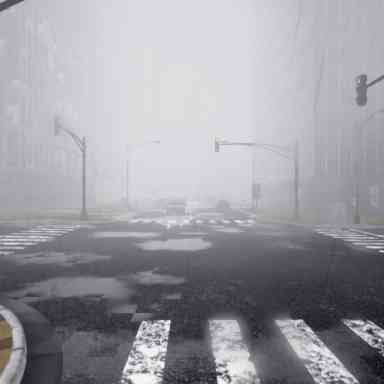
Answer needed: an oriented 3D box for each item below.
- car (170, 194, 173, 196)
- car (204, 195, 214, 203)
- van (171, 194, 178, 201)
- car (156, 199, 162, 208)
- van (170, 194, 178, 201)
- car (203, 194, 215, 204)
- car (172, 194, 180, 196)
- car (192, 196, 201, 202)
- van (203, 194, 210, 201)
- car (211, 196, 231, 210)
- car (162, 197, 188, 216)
[{"bbox_3d":[-4.284,1.564,63.892,1.947,1.339,4.313,0,0,0],"label":"car"},{"bbox_3d":[3.556,1.432,69.476,1.967,1.590,4.097,0,0,0],"label":"car"},{"bbox_3d":[-4.443,1.315,86.001,1.690,1.788,3.998,0,0,0],"label":"van"},{"bbox_3d":[-4.165,1.592,47.309,1.802,1.307,4.206,0,0,0],"label":"car"},{"bbox_3d":[-4.403,1.321,80.474,1.690,1.788,3.998,0,0,0],"label":"van"},{"bbox_3d":[3.596,1.313,63.948,2.192,1.841,5.009,0,0,0],"label":"car"},{"bbox_3d":[-1.737,1.498,54.234,2.128,1.511,4.902,0,0,0],"label":"car"},{"bbox_3d":[0.969,1.512,73.120,1.812,1.442,4.674,0,0,0],"label":"car"},{"bbox_3d":[3.477,1.321,80.531,1.690,1.788,3.998,0,0,0],"label":"van"},{"bbox_3d":[3.804,1.579,41.840,1.947,1.339,4.313,0,0,0],"label":"car"},{"bbox_3d":[-1.599,1.564,33.645,2.033,1.411,5.357,0,0,0],"label":"car"}]
